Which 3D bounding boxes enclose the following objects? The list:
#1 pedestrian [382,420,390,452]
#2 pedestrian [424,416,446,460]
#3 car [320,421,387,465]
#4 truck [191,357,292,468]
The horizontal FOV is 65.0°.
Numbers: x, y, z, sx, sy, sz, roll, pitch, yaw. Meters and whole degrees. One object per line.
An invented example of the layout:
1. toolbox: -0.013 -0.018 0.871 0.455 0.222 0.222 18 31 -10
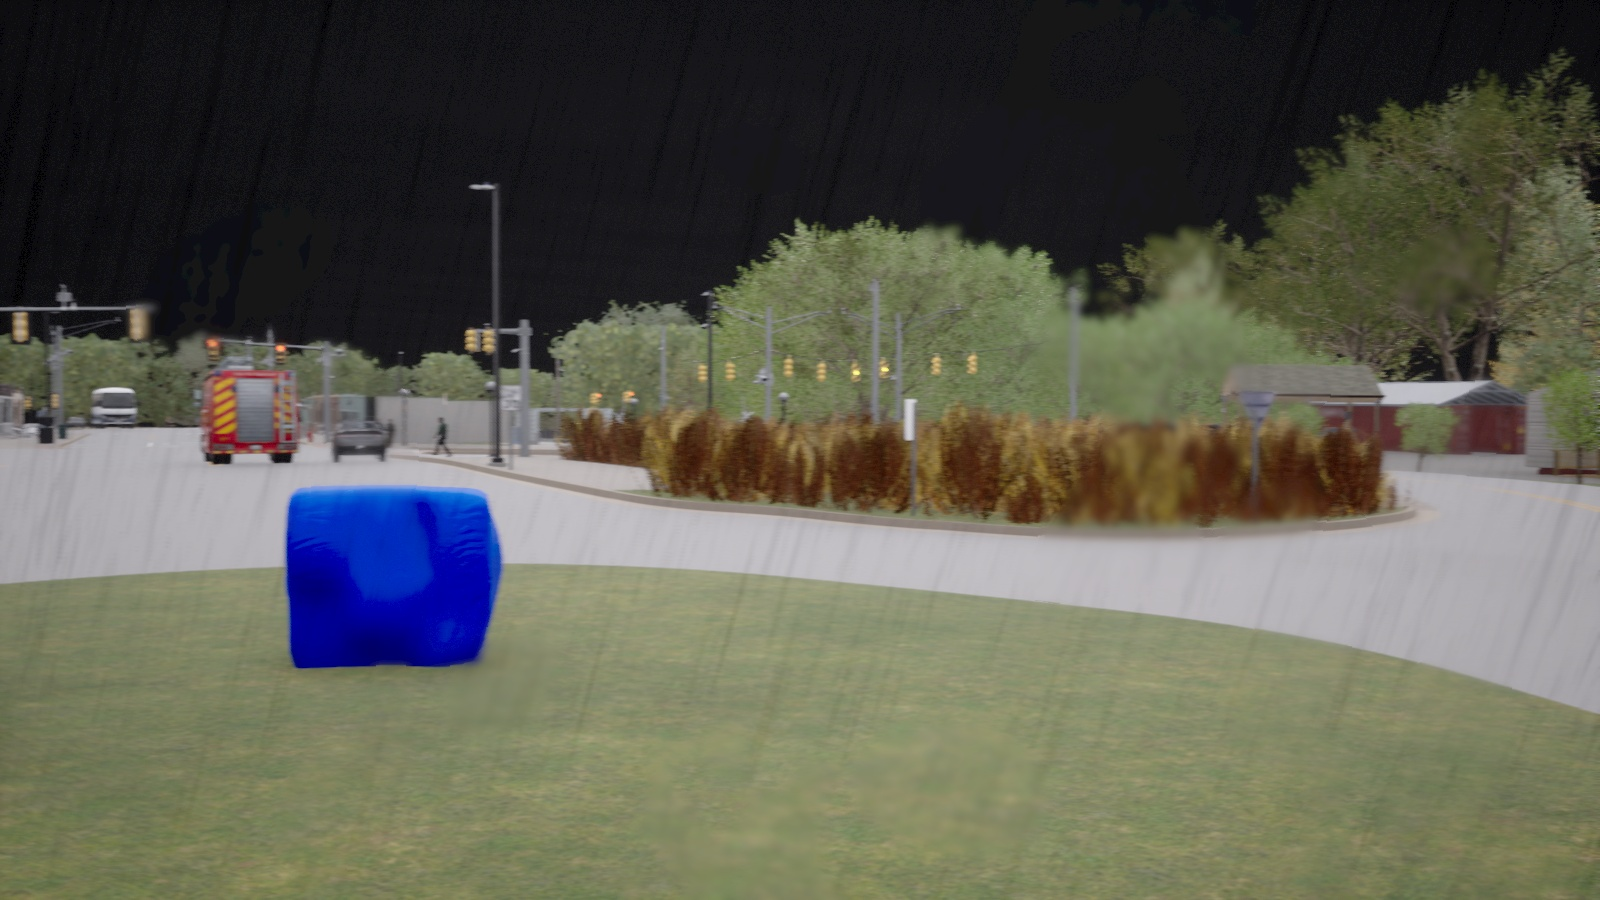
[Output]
1. pedestrian: -25.569 -0.879 77.588 0.395 1.930 0.692 -1 3 -20
2. pedestrian: -16.053 -0.538 55.266 0.788 1.949 0.423 0 2 5
3. car: -16.563 -0.269 46.468 2.128 1.511 4.902 -1 1 -22
4. truck: -21.404 -1.349 47.850 2.891 3.827 8.468 -1 1 -28
